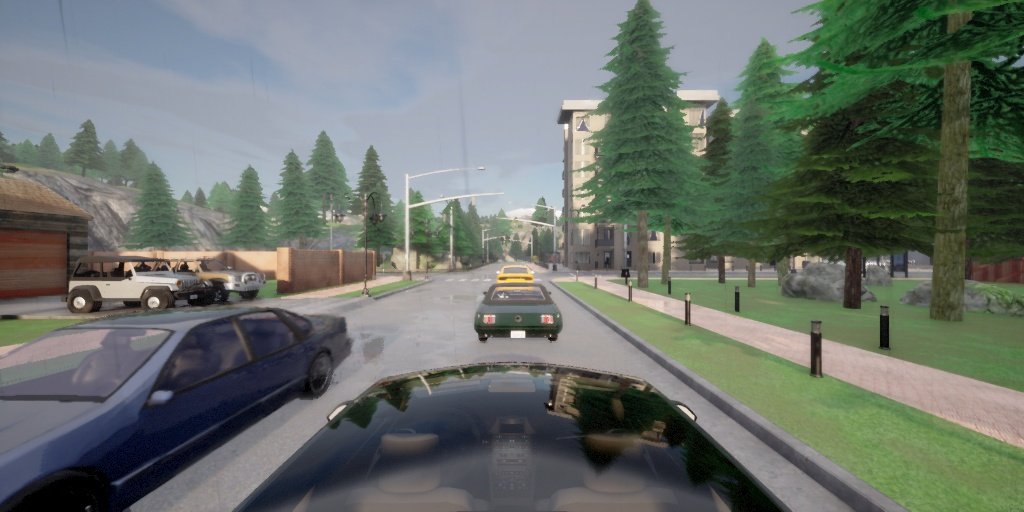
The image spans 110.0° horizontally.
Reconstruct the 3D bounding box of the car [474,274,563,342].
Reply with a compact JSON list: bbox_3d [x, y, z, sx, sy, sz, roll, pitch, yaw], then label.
[{"bbox_3d":[0.148,1.351,9.705,1.895,1.301,4.718,0,0,0],"label":"car"}]

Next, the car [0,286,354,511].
[{"bbox_3d":[-3.597,1.297,3.749,2.033,1.411,5.357,0,0,0],"label":"car"}]

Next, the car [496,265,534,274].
[{"bbox_3d":[0.180,1.228,19.177,1.882,1.535,5.008,0,0,0],"label":"car"}]
